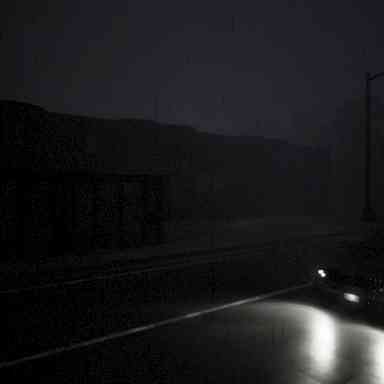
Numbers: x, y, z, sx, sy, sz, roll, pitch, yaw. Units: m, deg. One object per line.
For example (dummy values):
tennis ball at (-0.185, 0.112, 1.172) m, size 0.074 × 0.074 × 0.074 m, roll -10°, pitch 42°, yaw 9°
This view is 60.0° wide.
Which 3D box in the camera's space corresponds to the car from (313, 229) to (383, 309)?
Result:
car at (5.084, 1.531, 7.588) m, size 5.357 × 1.411 × 2.033 m, roll 0°, pitch 0°, yaw -35°
